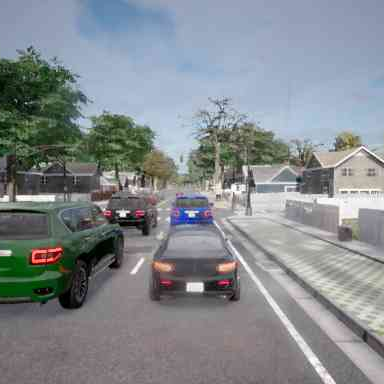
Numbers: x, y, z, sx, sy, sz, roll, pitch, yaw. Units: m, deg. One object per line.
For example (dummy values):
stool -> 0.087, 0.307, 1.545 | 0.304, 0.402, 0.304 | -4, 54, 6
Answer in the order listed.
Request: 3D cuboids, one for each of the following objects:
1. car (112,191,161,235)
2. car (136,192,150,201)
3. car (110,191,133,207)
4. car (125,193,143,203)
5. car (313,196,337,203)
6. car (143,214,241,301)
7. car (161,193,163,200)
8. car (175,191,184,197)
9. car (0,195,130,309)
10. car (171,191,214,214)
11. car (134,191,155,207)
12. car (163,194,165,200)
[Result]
car -> -3.222, 1.159, 18.348 | 2.150, 2.045, 5.566 | 0, 0, 1
car -> -9.750, 0.858, 66.521 | 2.128, 1.511, 4.902 | 0, 1, 1
car -> -9.835, 0.891, 46.867 | 2.150, 2.045, 5.566 | 0, 1, 0
car -> -9.820, 1.047, 56.546 | 2.128, 1.511, 4.902 | 0, 1, 0
car -> 13.286, 1.200, 34.372 | 4.902, 1.511, 2.128 | 0, 1, -2
car -> 0.067, 1.514, 8.190 | 1.812, 1.442, 4.674 | 0, 0, 0
car -> -6.566, 1.124, 56.222 | 1.994, 1.385, 4.181 | 0, 1, 1
car -> -3.227, 0.437, 86.411 | 1.994, 1.385, 4.181 | 0, 1, 0
car -> -3.186, 1.210, 7.997 | 2.150, 2.045, 5.566 | 0, 0, 1
car -> 0.026, 1.160, 18.223 | 2.150, 2.045, 5.566 | 0, 0, 1
car -> -6.585, 0.892, 46.814 | 2.150, 2.045, 5.566 | 0, 1, 0
car -> -6.510, 0.862, 66.342 | 2.128, 1.511, 4.902 | 0, 1, 1
